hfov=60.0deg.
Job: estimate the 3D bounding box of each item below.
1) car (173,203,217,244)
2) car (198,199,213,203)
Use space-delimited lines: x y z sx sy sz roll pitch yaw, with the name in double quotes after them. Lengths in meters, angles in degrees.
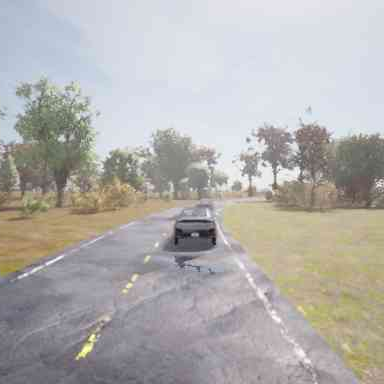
0.166 1.481 15.639 2.128 1.511 4.902 0 0 1 "car"
1.482 1.521 37.017 2.033 1.411 5.357 0 0 6 "car"
